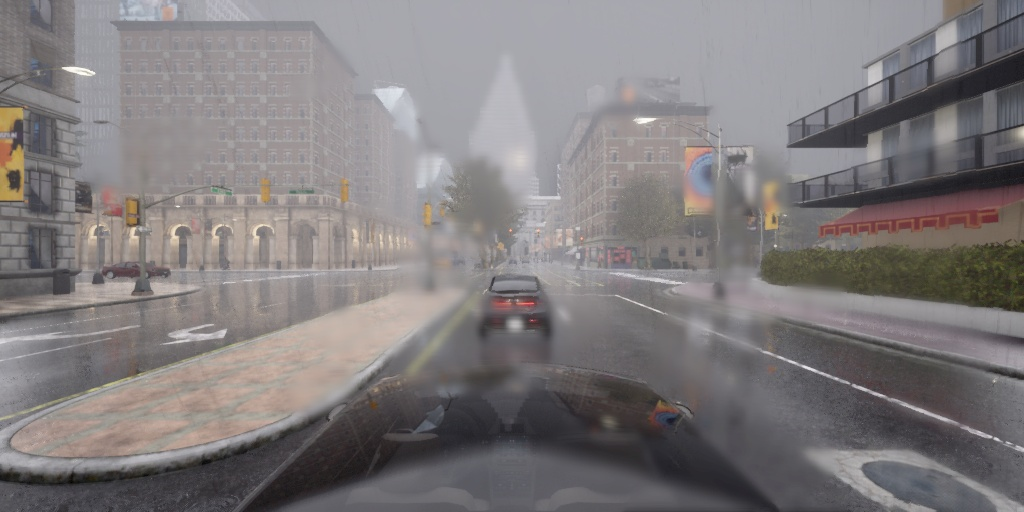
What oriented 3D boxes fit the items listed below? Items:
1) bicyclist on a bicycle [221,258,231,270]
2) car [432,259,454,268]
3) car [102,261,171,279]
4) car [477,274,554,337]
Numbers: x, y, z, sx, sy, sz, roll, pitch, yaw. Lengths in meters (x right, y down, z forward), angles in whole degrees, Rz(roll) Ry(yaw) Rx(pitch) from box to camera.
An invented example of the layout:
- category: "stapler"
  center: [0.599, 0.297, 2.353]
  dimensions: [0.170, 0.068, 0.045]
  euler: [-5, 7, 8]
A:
- category: "bicyclist on a bicycle"
  center: [-37.195, 1.050, 46.688]
  dimensions: [0.582, 1.620, 1.656]
  euler: [0, 0, 0]
- category: "car"
  center: [-11.440, 1.228, 59.601]
  dimensions: [1.882, 1.535, 5.008]
  euler: [0, 0, 0]
- category: "car"
  center: [-33.648, 1.228, 32.230]
  dimensions: [5.008, 1.535, 1.882]
  euler: [0, 0, 0]
- category: "car"
  center: [0.097, 1.255, 10.269]
  dimensions: [1.837, 1.490, 4.892]
  euler: [0, 0, 0]
